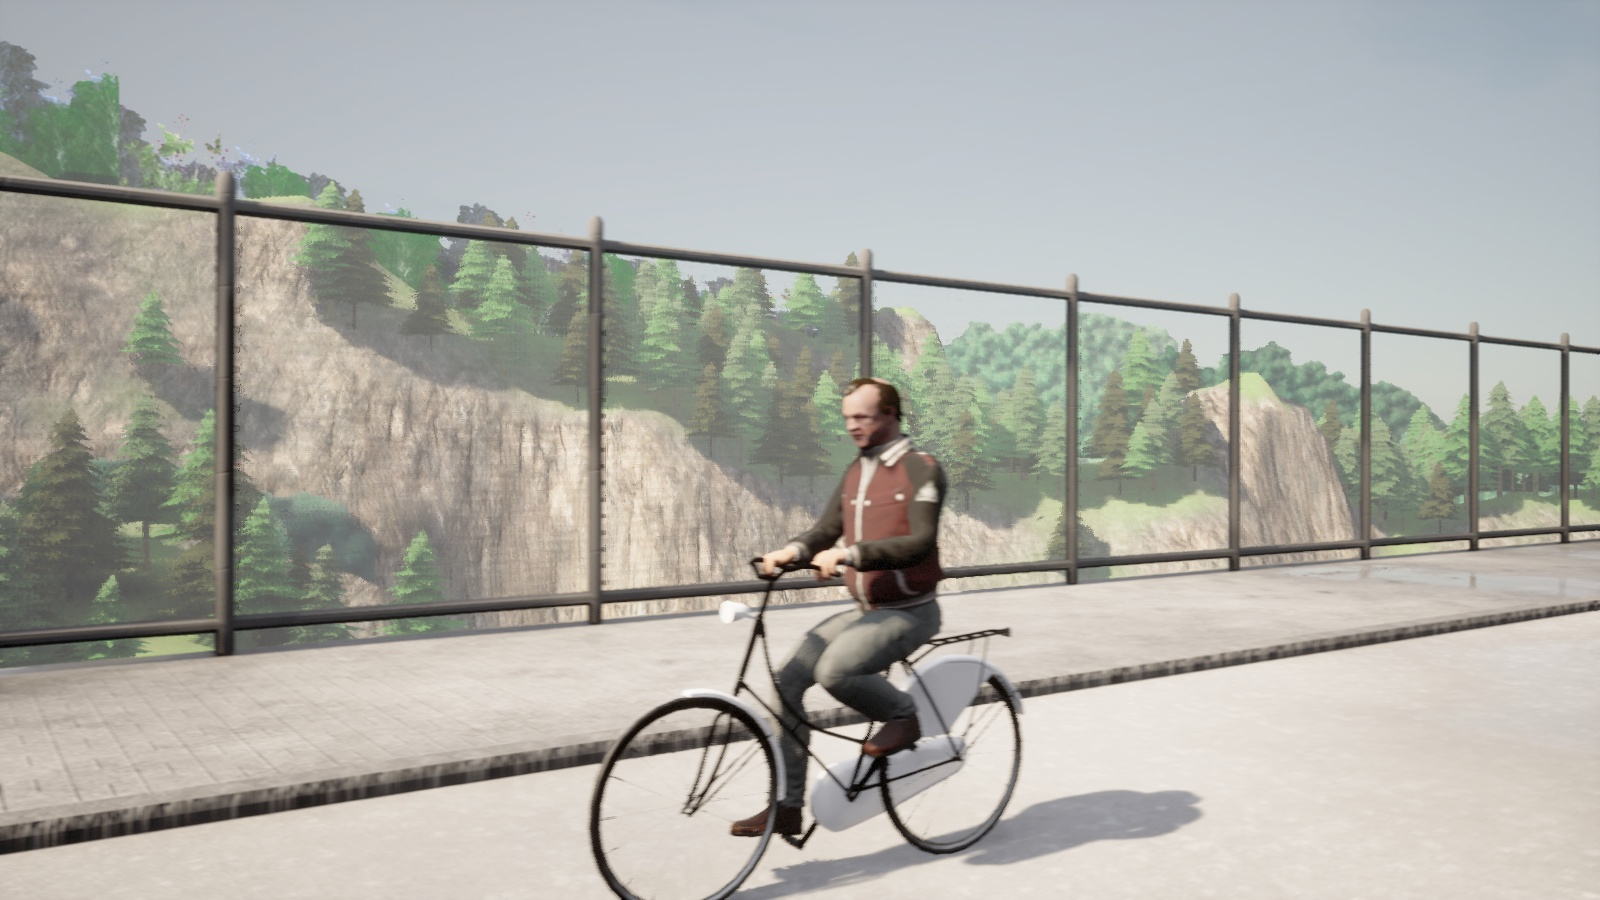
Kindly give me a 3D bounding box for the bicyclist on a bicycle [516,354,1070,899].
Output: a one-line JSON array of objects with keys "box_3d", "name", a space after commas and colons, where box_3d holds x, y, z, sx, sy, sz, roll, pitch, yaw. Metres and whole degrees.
[{"box_3d": [0.035, 0.626, 4.293, 1.843, 1.776, 0.659, 0, 0, -35], "name": "bicyclist on a bicycle"}]
